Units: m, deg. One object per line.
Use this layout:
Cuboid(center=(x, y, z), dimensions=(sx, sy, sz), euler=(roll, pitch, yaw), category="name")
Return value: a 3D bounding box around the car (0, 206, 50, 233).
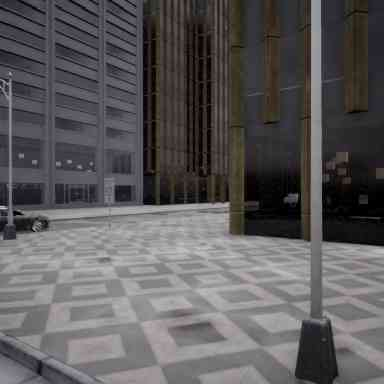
Cuboid(center=(-10.041, 1.513, 17.562), dimensions=(1.837, 1.490, 4.892), euler=(0, 0, 37), category="car")
